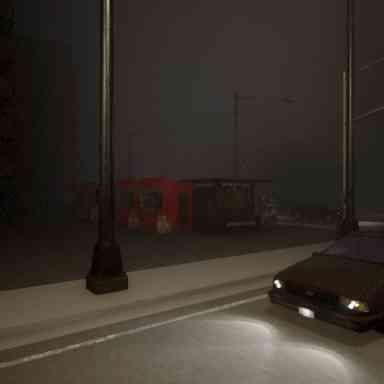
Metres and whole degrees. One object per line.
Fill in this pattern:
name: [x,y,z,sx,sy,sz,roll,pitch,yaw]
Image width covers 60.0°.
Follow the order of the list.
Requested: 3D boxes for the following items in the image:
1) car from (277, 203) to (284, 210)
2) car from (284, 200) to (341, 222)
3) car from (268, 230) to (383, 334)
car: [14.175,1.822,46.573,2.033,1.411,5.357,0,-1,-36]
car: [10.466,1.613,27.557,1.837,1.490,4.892,0,-1,-36]
car: [4.000,1.547,6.883,5.357,1.411,2.033,0,0,-35]
